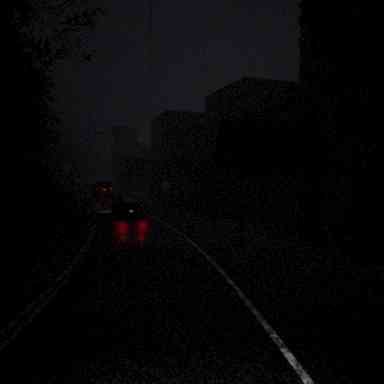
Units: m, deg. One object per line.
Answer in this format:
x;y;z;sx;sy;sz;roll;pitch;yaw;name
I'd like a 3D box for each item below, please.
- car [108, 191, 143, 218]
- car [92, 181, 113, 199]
-4.775;0.976;24.253;1.812;1.442;4.674;-2;3;-19;car
-11.156;-0.356;41.539;2.150;2.045;5.566;-2;4;-20;car
